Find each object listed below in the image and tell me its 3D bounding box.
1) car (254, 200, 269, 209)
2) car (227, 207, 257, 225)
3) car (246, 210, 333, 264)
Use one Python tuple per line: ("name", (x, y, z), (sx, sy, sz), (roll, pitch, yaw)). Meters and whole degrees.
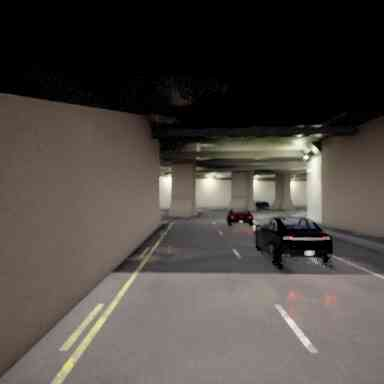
("car", (11.477, 2.234, 59.369), (4.902, 1.511, 2.128), (0, -1, -33))
("car", (3.774, 1.936, 26.753), (1.895, 1.301, 4.718), (0, -1, 4))
("car", (3.545, 1.648, 12.382), (2.128, 1.511, 4.902), (0, -1, 1))
